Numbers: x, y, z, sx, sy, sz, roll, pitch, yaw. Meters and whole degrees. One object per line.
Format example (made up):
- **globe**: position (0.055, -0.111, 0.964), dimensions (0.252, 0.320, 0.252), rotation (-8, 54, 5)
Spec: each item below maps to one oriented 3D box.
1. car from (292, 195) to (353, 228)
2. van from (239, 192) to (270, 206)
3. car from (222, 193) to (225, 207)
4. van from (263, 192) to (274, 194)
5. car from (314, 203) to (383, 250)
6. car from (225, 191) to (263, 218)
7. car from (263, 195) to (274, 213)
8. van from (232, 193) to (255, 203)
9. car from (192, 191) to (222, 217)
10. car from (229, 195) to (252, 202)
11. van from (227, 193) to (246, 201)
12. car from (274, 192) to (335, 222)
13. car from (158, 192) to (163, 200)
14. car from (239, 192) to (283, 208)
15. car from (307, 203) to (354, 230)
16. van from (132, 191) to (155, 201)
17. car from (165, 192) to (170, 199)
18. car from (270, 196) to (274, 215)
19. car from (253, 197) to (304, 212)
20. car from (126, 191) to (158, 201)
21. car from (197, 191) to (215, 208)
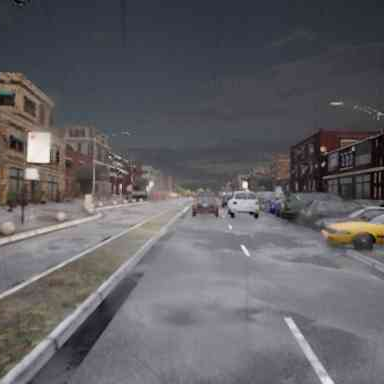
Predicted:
- **car**: position (8.316, 1.236, 18.472), dimensions (4.553, 1.767, 2.185), rotation (1, 1, 2)
- **van**: position (9.602, 1.082, 51.523), dimensions (4.442, 1.987, 1.878), rotation (1, 0, 2)
- **car**: position (4.801, 1.231, 43.473), dimensions (1.837, 1.490, 4.892), rotation (1, 0, 3)
- **van**: position (9.373, 1.045, 40.374), dimensions (4.442, 1.987, 1.878), rotation (1, 0, 2)
- **car**: position (7.931, 1.415, 12.972), dimensions (5.366, 1.575, 1.946), rotation (1, 1, 2)
- **car**: position (4.128, 0.971, 27.300), dimensions (2.150, 2.045, 5.566), rotation (1, 0, 3)
- **car**: position (8.809, 1.288, 29.486), dimensions (4.892, 1.521, 2.231), rotation (1, 0, 2)
- **van**: position (10.519, 1.170, 68.044), dimensions (4.442, 1.987, 1.878), rotation (1, 0, 2)
- **car**: position (1.163, 1.054, 28.100), dimensions (2.097, 1.767, 4.553), rotation (1, 0, 3)
- **car**: position (10.597, 1.438, 73.563), dimensions (4.792, 1.488, 2.163), rotation (1, 0, 2)
- **van**: position (10.856, 1.192, 81.834), dimensions (4.442, 1.987, 1.878), rotation (1, 0, 2)
- **car**: position (8.493, 1.087, 21.221), dimensions (5.566, 2.045, 2.435), rotation (1, 1, 2)
- **car**: position (-9.922, 0.850, 74.359), dimensions (5.566, 2.045, 2.435), rotation (1, 0, 3)
- **car**: position (9.463, 1.031, 46.012), dimensions (5.566, 2.045, 2.435), rotation (1, 0, 2)
- **car**: position (8.234, 1.430, 15.719), dimensions (4.674, 1.452, 2.002), rotation (1, 1, 2)
- **van**: position (-10.032, 0.862, 68.798), dimensions (4.442, 1.987, 1.878), rotation (1, 0, 3)
- **car**: position (-9.362, 0.860, 85.581), dimensions (5.566, 2.045, 2.435), rotation (1, 0, 3)
- **car**: position (8.579, 1.317, 23.978), dimensions (5.008, 1.535, 2.097), rotation (1, 0, 2)
- **car**: position (9.001, 1.300, 34.995), dimensions (4.792, 1.488, 2.163), rotation (1, 0, 2)
- **car**: position (-10.305, 0.824, 66.031), dimensions (5.566, 2.045, 2.435), rotation (1, 0, 3)
- **car**: position (1.794, 0.904, 43.259), dimensions (2.150, 2.045, 5.566), rotation (1, 0, 3)
